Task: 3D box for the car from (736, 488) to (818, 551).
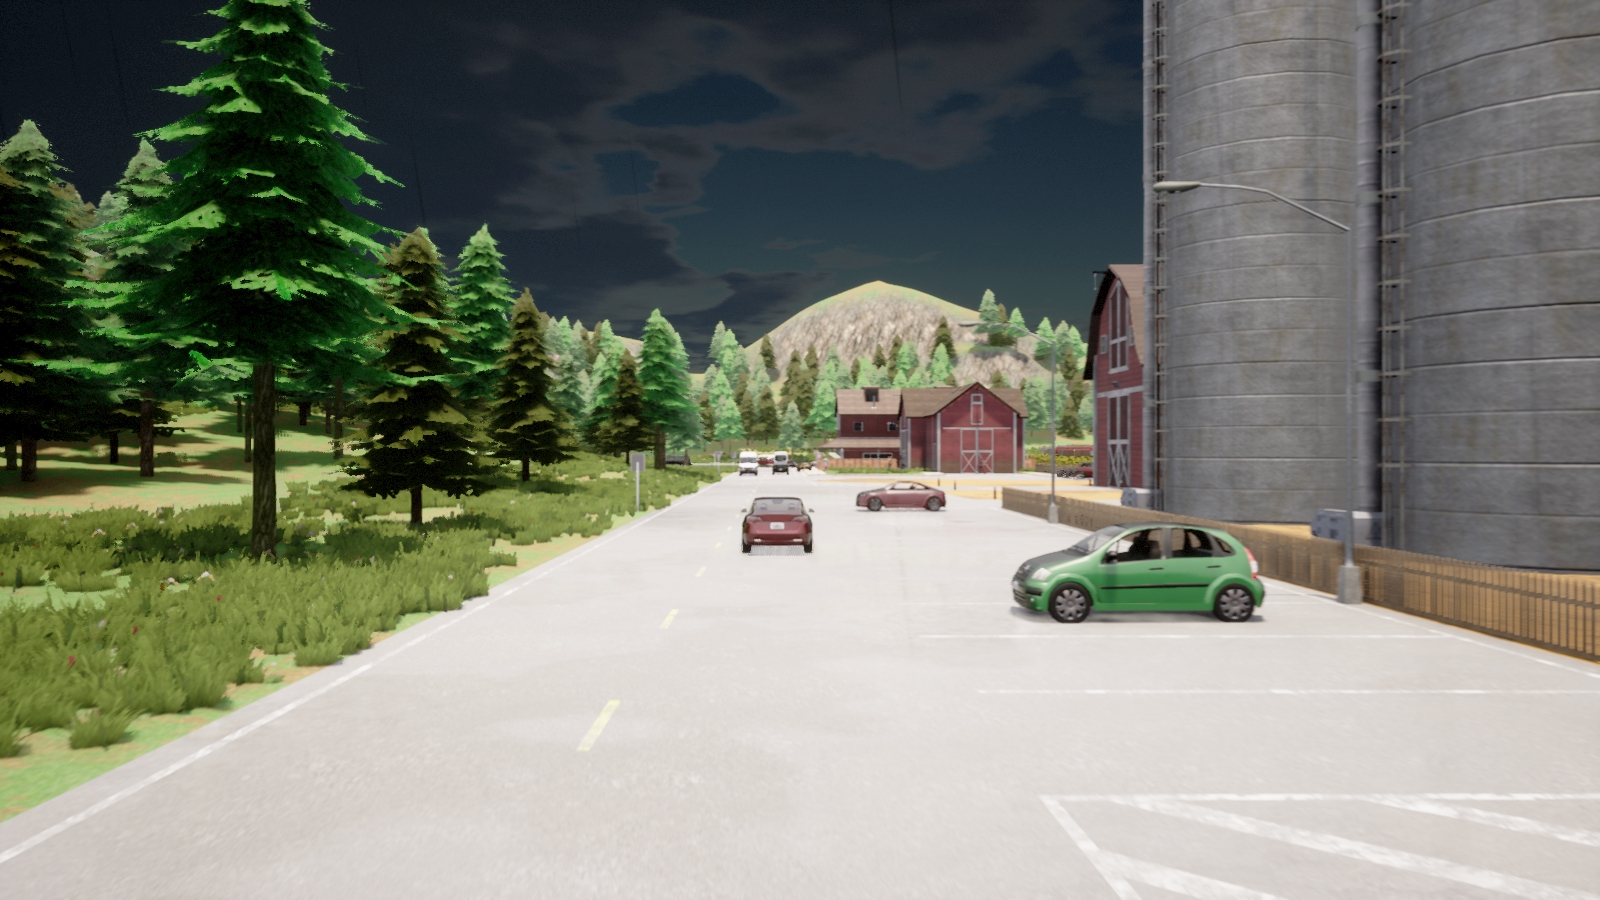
[{"bbox_3d":[-0.640,1.918,32.649,2.163,1.488,4.792,0,0,-1],"label":"car"}]
